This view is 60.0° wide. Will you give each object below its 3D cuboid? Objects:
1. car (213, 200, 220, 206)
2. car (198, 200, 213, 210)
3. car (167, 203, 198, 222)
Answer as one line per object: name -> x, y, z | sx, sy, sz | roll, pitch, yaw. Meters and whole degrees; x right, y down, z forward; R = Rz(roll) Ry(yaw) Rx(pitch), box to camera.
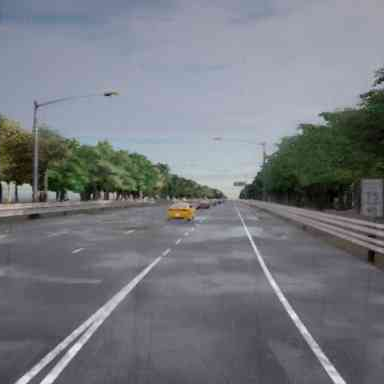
car -> 4.679, 2.524, 76.322 | 2.033, 1.411, 5.357 | 0, -1, 7
car -> 1.933, 2.065, 53.327 | 1.812, 1.442, 4.674 | 0, -1, 7
car -> -0.885, 1.703, 29.211 | 1.882, 1.535, 5.008 | 0, -1, 7
